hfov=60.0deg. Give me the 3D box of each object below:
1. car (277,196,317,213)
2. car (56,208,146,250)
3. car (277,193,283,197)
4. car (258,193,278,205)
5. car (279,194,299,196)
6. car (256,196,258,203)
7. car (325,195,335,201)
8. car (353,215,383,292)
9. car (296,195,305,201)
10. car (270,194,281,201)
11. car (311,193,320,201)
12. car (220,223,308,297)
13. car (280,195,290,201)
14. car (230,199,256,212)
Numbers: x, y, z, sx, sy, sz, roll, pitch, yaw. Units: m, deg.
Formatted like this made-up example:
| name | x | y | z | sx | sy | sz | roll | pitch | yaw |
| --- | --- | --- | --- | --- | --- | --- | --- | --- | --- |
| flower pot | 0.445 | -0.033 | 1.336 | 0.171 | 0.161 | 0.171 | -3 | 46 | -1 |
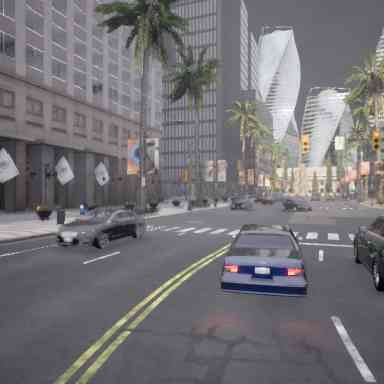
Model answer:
| name | x | y | z | sx | sy | sz | roll | pitch | yaw |
| --- | --- | --- | --- | --- | --- | --- | --- | --- | --- |
| car | 11.851 | 1.505 | 37.873 | 1.837 | 1.490 | 4.892 | -2 | 0 | -9 |
| car | -3.758 | 1.491 | 14.592 | 2.128 | 1.511 | 4.902 | 0 | 0 | 20 |
| car | 18.250 | 1.225 | 70.388 | 2.150 | 2.045 | 5.566 | 0 | 0 | 21 |
| car | 13.407 | 1.478 | 58.281 | 1.882 | 1.535 | 5.008 | 0 | 0 | 21 |
| car | 16.491 | 1.547 | 56.584 | 2.033 | 1.411 | 5.357 | 0 | 0 | 22 |
| car | 14.451 | 1.513 | 69.450 | 2.161 | 1.482 | 4.786 | 0 | 0 | 21 |
| car | 34.270 | 1.591 | 82.389 | 1.895 | 1.301 | 4.718 | 0 | 0 | 21 |
| car | 5.661 | 1.352 | 8.755 | 2.097 | 1.767 | 4.553 | 0 | 0 | 18 |
| car | 27.330 | 1.552 | 83.834 | 1.994 | 1.385 | 4.181 | 0 | 0 | 21 |
| car | 22.554 | 1.354 | 89.830 | 2.185 | 1.767 | 4.553 | 0 | 0 | 21 |
| car | 31.016 | 1.553 | 83.679 | 1.994 | 1.385 | 4.181 | 0 | 0 | 21 |
| car | 1.946 | 1.547 | 8.787 | 2.033 | 1.411 | 5.357 | 0 | 0 | 14 |
| car | 23.555 | 1.548 | 83.798 | 1.994 | 1.385 | 4.181 | 0 | 0 | 22 |
| car | 5.908 | 1.564 | 39.321 | 1.994 | 1.385 | 4.181 | 0 | 0 | 22 |
